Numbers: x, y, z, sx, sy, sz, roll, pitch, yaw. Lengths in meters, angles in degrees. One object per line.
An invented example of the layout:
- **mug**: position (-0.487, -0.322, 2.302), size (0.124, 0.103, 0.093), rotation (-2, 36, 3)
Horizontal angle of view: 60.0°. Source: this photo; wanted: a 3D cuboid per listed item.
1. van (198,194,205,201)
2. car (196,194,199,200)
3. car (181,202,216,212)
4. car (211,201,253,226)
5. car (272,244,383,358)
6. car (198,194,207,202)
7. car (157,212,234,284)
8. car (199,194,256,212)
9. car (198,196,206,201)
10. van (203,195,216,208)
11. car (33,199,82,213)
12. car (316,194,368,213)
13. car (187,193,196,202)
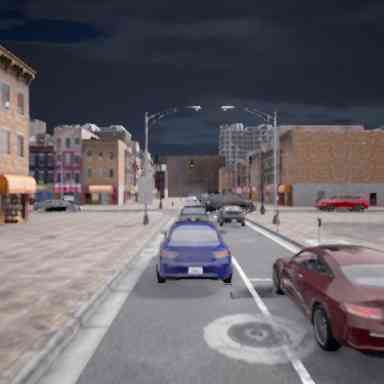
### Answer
- **van**: position (2.612, 1.493, 93.752), size (1.690, 1.788, 3.998), rotation (0, 0, 0)
- **car**: position (2.616, 1.414, 71.848), size (2.192, 1.841, 5.009), rotation (0, 0, 0)
- **car**: position (0.095, 1.552, 20.270), size (2.033, 1.411, 5.357), rotation (0, 0, 0)
- **car**: position (2.631, 1.559, 22.946), size (2.008, 1.369, 4.403), rotation (0, 0, 0)
- **car**: position (2.636, 1.579, 5.908), size (1.802, 1.307, 4.206), rotation (0, 0, 0)
- **car**: position (2.615, 1.440, 82.801), size (2.192, 1.841, 5.009), rotation (0, 0, 0)
- **car**: position (0.047, 1.524, 9.447), size (1.812, 1.442, 4.674), rotation (0, 0, -1)
- **car**: position (3.970, 1.260, 34.180), size (5.566, 2.045, 2.150), rotation (0, -2, -30)
- **car**: position (2.614, 1.689, 88.276), size (2.008, 1.369, 4.403), rotation (0, 0, 0)
- **van**: position (2.623, 1.393, 49.949), size (1.690, 1.788, 3.998), rotation (0, 0, 0)
- **car**: position (-14.134, 1.538, 35.182), size (4.902, 1.511, 2.128), rotation (0, 0, 0)
- **car**: position (17.112, 1.255, 37.985), size (5.566, 2.045, 2.150), rotation (0, 0, 0)
- **car**: position (-0.019, 1.335, 80.016), size (2.150, 2.045, 5.566), rotation (0, 0, 0)
